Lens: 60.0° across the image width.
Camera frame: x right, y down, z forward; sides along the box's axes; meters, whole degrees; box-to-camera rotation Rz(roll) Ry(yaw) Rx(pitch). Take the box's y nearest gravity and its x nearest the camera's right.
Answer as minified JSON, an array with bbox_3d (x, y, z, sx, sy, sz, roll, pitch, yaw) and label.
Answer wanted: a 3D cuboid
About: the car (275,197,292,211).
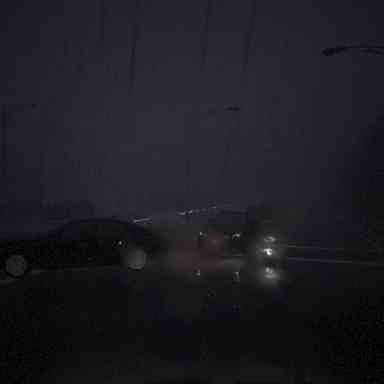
[{"bbox_3d":[11.633,1.482,42.125,1.837,1.490,4.892,0,0,19],"label":"car"}]

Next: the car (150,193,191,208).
[{"bbox_3d":[-2.992,1.074,41.781,4.605,1.855,1.932,0,0,18],"label":"car"}]

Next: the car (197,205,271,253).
[{"bbox_3d":[1.804,1.514,13.906,1.812,1.442,4.674,0,0,24],"label":"car"}]

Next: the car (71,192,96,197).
[{"bbox_3d":[-18.496,1.248,53.734,4.514,1.523,2.007,0,0,18],"label":"car"}]

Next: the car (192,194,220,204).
[{"bbox_3d":[1.626,1.125,56.792,5.027,1.636,2.152,0,0,18],"label":"car"}]

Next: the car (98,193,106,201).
[{"bbox_3d":[-20.256,1.013,70.938,3.866,1.878,1.905,0,0,18],"label":"car"}]

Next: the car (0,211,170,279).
[{"bbox_3d":[-3.182,1.475,9.887,5.008,1.535,1.882,0,0,-16],"label":"car"}]

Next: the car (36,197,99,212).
[{"bbox_3d":[-9.052,1.356,24.212,3.633,1.501,1.845,0,0,18],"label":"car"}]

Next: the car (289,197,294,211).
[{"bbox_3d":[9.764,1.543,36.568,1.994,1.385,4.181,0,0,19],"label":"car"}]

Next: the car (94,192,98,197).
[{"bbox_3d":[-21.896,1.298,67.982,3.806,1.475,1.970,0,0,18],"label":"car"}]

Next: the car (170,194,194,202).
[{"bbox_3d":[-2.145,1.257,68.698,4.514,1.523,2.007,0,0,18],"label":"car"}]

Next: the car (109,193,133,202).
[{"bbox_3d":[-13.848,1.045,65.313,4.605,1.855,1.932,0,0,18],"label":"car"}]

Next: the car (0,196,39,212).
[{"bbox_3d":[-15.134,1.356,29.404,3.806,1.475,1.970,0,0,18],"label":"car"}]

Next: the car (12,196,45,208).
[{"bbox_3d":[-21.725,1.273,44.277,3.633,1.501,1.845,0,0,18],"label":"car"}]

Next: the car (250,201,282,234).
[{"bbox_3d":[3.947,1.490,19.316,1.837,1.490,4.892,0,0,19],"label":"car"}]

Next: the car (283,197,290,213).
[{"bbox_3d":[7.728,1.486,30.528,1.837,1.490,4.892,0,0,19],"label":"car"}]

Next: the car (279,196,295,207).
[{"bbox_3d":[14.644,1.466,51.070,2.128,1.511,4.902,0,0,19],"label":"car"}]

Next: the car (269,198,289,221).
[{"bbox_3d":[5.854,1.474,24.963,2.128,1.511,4.902,0,0,19],"label":"car"}]

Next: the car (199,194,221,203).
[{"bbox_3d":[3.367,1.201,62.977,3.806,1.475,1.970,0,0,18],"label":"car"}]
